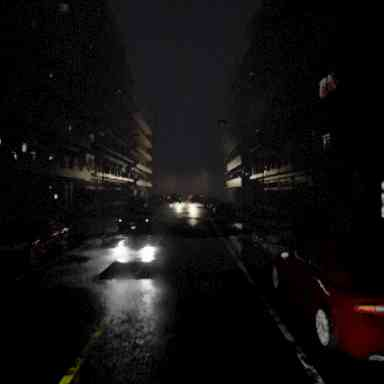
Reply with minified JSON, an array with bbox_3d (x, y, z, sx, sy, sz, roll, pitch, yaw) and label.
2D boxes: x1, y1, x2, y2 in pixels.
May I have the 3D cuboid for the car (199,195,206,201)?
[{"bbox_3d":[2.672,1.564,85.285,1.887,1.381,4.507,0,0,0],"label":"car"}]

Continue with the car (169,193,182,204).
[{"bbox_3d":[-3.040,1.205,61.892,2.150,2.045,5.566,0,0,1],"label":"car"}]

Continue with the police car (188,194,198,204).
[{"bbox_3d":[0.789,1.412,64.349,1.930,1.638,5.238,0,0,-2],"label":"police car"}]

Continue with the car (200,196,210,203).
[{"bbox_3d":[2.676,1.518,68.465,1.752,1.417,4.829,0,0,0],"label":"car"}]

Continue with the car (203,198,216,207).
[{"bbox_3d":[2.680,1.554,51.313,1.802,1.307,4.206,0,0,0],"label":"car"}]

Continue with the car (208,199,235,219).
[{"bbox_3d":[2.685,1.532,28.664,2.008,1.369,4.403,0,0,0],"label":"car"}]

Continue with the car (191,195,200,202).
[{"bbox_3d":[0.729,1.491,80.223,1.882,1.535,5.008,0,0,-3],"label":"car"}]

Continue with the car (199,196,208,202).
[{"bbox_3d":[2.674,1.555,79.619,1.887,1.381,4.507,0,0,0],"label":"car"}]

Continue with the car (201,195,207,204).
[{"bbox_3d":[2.681,1.412,45.649,1.967,1.590,4.097,0,0,0],"label":"car"}]

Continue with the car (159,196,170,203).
[{"bbox_3d":[-5.705,1.538,68.316,1.887,1.381,4.507,0,0,0],"label":"car"}]

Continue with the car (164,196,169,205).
[{"bbox_3d":[-5.703,1.293,56.992,2.192,1.841,5.009,0,0,0],"label":"car"}]

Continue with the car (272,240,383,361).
[{"bbox_3d":[2.689,1.540,6.014,1.887,1.381,4.507,0,0,0],"label":"car"}]

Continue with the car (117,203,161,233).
[{"bbox_3d":[-3.104,1.588,19.872,1.895,1.301,4.718,0,0,0],"label":"car"}]

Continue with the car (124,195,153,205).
[{"bbox_3d":[-5.697,1.293,34.346,2.192,1.841,5.009,0,0,0],"label":"car"}]

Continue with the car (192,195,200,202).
[{"bbox_3d":[0.886,1.458,74.449,1.801,1.575,5.366,0,0,0],"label":"car"}]

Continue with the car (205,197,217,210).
[{"bbox_3d":[2.684,1.528,34.326,2.008,1.369,4.403,0,0,0],"label":"car"}]

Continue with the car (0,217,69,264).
[{"bbox_3d":[-5.693,1.574,11.695,1.802,1.307,4.206,0,0,0],"label":"car"}]

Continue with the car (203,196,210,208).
[{"bbox_3d":[2.682,1.519,39.989,1.887,1.381,4.507,0,0,0],"label":"car"}]

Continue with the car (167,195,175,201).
[{"bbox_3d":[-5.709,1.557,90.794,1.752,1.417,4.829,0,0,0],"label":"car"}]

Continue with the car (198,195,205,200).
[{"bbox_3d":[2.671,1.557,91.113,1.752,1.417,4.829,0,0,0],"label":"car"}]

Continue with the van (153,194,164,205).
[{"bbox_3d":[-5.700,1.313,51.332,1.690,1.788,3.998,0,0,0],"label":"van"}]

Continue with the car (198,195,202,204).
[{"bbox_3d":[2.677,1.424,62.632,1.967,1.590,4.097,0,0,0],"label":"car"}]
